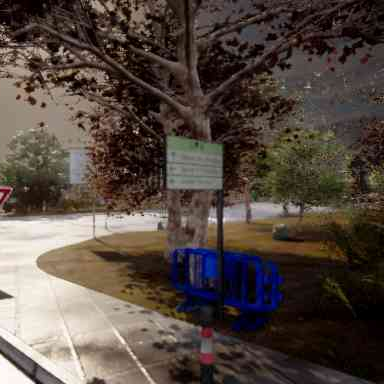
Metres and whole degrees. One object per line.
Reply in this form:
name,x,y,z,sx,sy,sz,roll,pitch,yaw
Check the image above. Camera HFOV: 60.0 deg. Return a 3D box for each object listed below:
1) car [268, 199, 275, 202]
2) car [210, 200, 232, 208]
car,17.677,1.510,68.078,4.902,1.511,2.128,-2,1,-36
car,5.020,2.053,59.075,5.357,1.411,2.033,-2,1,-35
